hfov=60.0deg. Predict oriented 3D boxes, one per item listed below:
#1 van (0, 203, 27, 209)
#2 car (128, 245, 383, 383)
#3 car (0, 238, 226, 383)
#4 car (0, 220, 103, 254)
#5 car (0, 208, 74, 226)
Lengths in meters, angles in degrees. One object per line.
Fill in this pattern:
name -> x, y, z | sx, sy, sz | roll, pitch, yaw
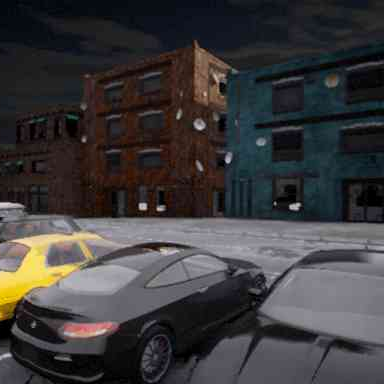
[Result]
van -> -7.067, 1.365, 10.347 | 1.878, 1.987, 4.442 | -1, 0, 36
car -> 1.875, 1.486, 3.816 | 2.097, 1.535, 5.008 | -1, 0, 36
car -> -0.394, 1.554, 5.429 | 2.002, 1.452, 4.674 | -1, 0, 36
car -> -2.549, 1.537, 7.200 | 1.946, 1.575, 5.366 | -1, 0, 36
car -> -4.904, 1.440, 8.694 | 2.185, 1.767, 4.553 | -1, 0, 36
